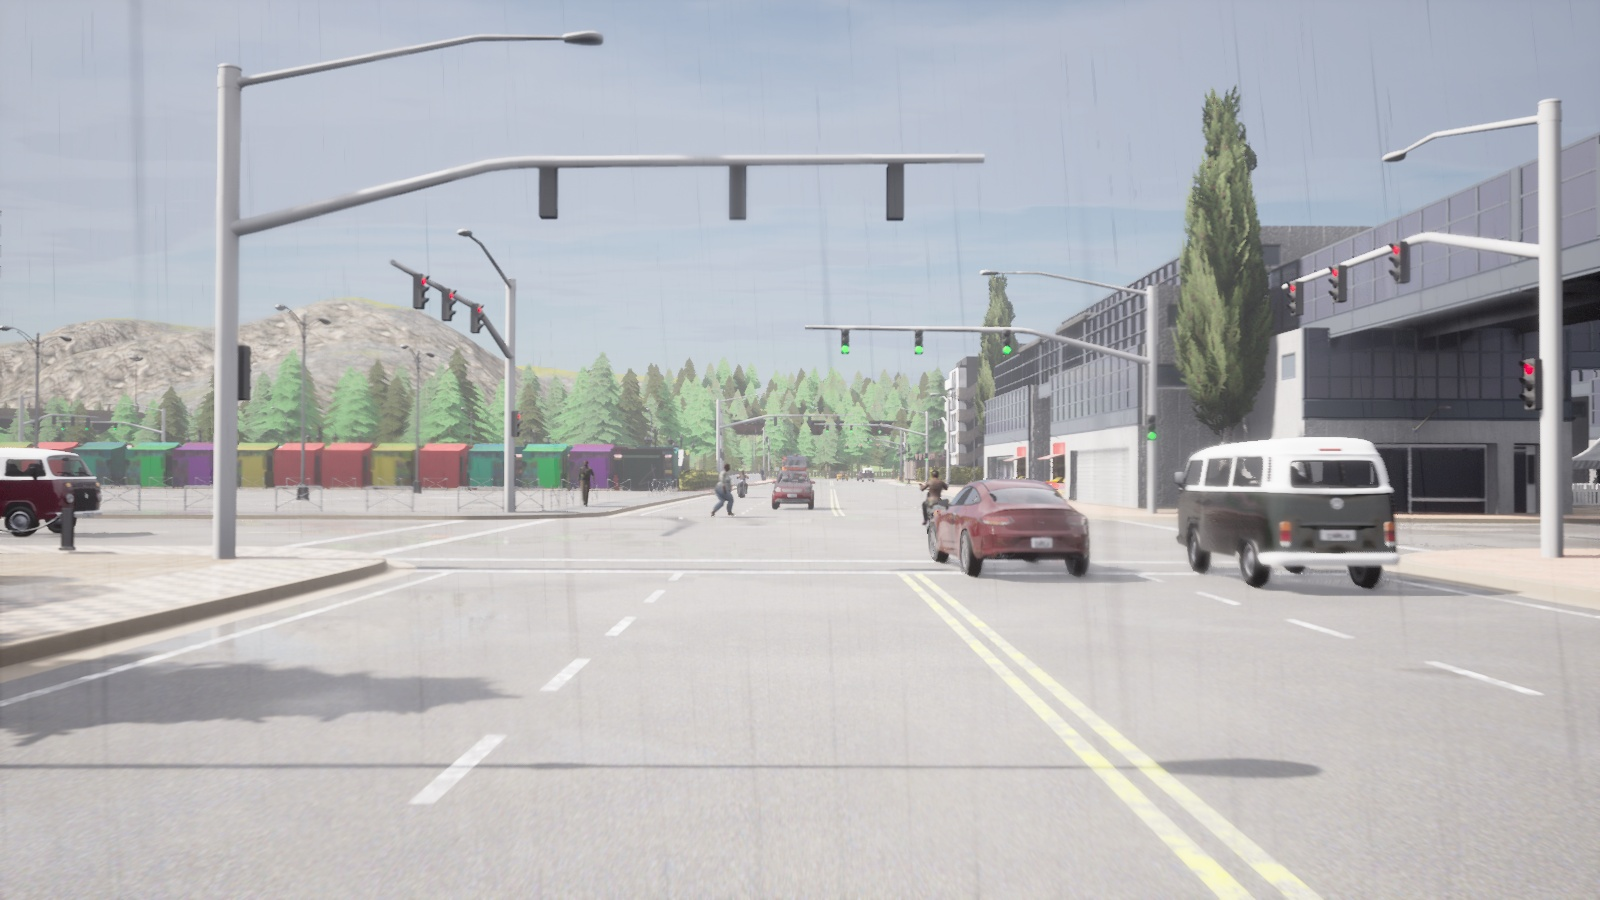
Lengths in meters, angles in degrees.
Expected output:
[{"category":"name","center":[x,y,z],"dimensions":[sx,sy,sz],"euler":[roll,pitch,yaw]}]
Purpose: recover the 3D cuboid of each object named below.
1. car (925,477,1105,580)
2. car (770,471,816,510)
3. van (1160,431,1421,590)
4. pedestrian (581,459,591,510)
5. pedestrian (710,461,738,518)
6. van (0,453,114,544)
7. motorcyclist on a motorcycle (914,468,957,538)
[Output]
[{"category":"car","center":[3.298,1.166,20.225],"dimensions":[1.812,1.442,4.674],"euler":[0,-1,-4]},{"category":"car","center":[-0.248,1.664,51.967],"dimensions":[1.789,1.549,3.705],"euler":[0,-1,1]},{"category":"van","center":[6.959,0.819,18.418],"dimensions":[2.069,2.038,4.480],"euler":[0,-1,0]},{"category":"pedestrian","center":[-8.172,1.308,47.942],"dimensions":[0.395,1.930,0.692],"euler":[0,-1,-9]},{"category":"pedestrian","center":[-2.543,1.316,41.976],"dimensions":[0.900,1.855,0.874],"euler":[0,-1,-2]},{"category":"van","center":[-18.744,1.101,29.176],"dimensions":[4.480,2.038,2.069],"euler":[0,-1,0]},{"category":"motorcyclist on a motorcycle","center":[3.293,1.268,30.817],"dimensions":[0.766,1.649,2.350],"euler":[0,-1,-1]}]
